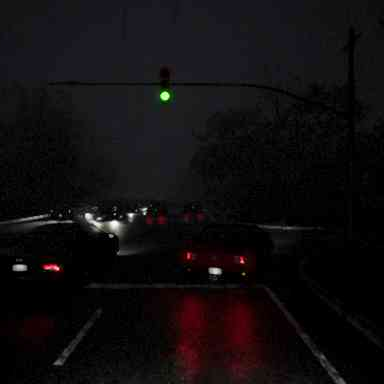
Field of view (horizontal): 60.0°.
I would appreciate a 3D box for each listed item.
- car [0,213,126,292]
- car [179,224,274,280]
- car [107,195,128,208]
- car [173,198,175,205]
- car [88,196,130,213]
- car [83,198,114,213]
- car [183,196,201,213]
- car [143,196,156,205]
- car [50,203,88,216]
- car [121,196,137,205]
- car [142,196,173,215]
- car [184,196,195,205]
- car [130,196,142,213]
[{"bbox_3d":[-3.400,1.550,9.076,2.033,1.411,5.357,0,0,0],"label":"car"},{"bbox_3d":[1.292,1.604,10.059,1.895,1.301,4.718,0,0,19],"label":"car"},{"bbox_3d":[-10.758,1.366,48.178,2.097,1.767,4.553,0,0,-1],"label":"car"},{"bbox_3d":[-4.032,1.564,60.151,2.033,1.411,5.357,0,0,-2],"label":"car"},{"bbox_3d":[-7.061,1.360,28.780,2.097,1.767,4.553,0,0,-1],"label":"car"},{"bbox_3d":[-10.663,1.503,38.338,2.128,1.511,4.902,0,0,0],"label":"car"},{"bbox_3d":[0.041,1.488,37.734,1.882,1.535,5.008,0,0,0],"label":"car"},{"bbox_3d":[-7.532,1.523,59.632,1.837,1.490,4.892,0,0,-2],"label":"car"},{"bbox_3d":[-10.613,1.610,29.016,1.895,1.301,4.718,0,0,0],"label":"car"},{"bbox_3d":[-10.979,1.508,58.395,2.128,1.511,4.902,0,0,-2],"label":"car"},{"bbox_3d":[-3.431,1.501,33.749,2.128,1.511,4.902,0,0,0],"label":"car"},{"bbox_3d":[-0.566,1.494,61.262,1.882,1.535,5.008,0,0,-2],"label":"car"},{"bbox_3d":[-7.162,1.558,38.252,2.033,1.411,5.357,0,0,0],"label":"car"}]
